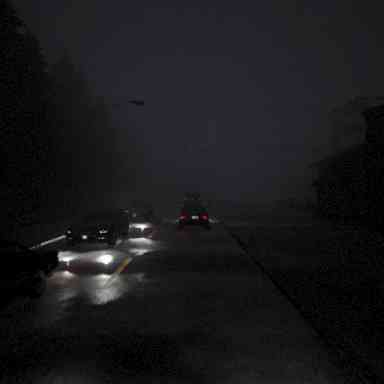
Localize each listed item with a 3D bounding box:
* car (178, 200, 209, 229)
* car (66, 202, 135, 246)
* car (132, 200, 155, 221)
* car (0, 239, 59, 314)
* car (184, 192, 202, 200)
[{"bbox_3d":[0.107,1.460,21.078,2.033,1.411,5.357,0,0,0],"label":"car"},{"bbox_3d":[-4.072,1.441,15.072,1.837,1.490,4.892,0,1,0],"label":"car"},{"bbox_3d":[-4.053,1.385,26.099,2.128,1.511,4.902,0,0,0],"label":"car"},{"bbox_3d":[-4.086,1.577,5.665,1.895,1.301,4.718,0,0,0],"label":"car"},{"bbox_3d":[0.100,1.037,43.137,2.150,2.045,5.566,0,-1,0],"label":"car"}]
